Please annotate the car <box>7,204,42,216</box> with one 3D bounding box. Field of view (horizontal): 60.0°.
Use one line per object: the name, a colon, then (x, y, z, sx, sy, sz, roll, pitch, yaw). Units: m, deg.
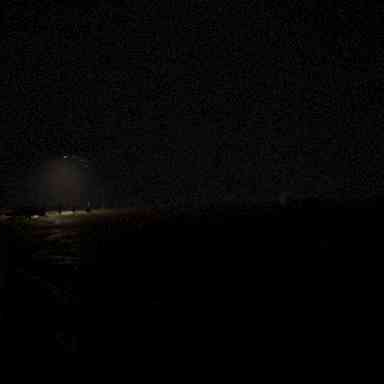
car: (-18.395, 2.037, 36.984, 2.033, 1.411, 5.357, 0, -1, 1)
